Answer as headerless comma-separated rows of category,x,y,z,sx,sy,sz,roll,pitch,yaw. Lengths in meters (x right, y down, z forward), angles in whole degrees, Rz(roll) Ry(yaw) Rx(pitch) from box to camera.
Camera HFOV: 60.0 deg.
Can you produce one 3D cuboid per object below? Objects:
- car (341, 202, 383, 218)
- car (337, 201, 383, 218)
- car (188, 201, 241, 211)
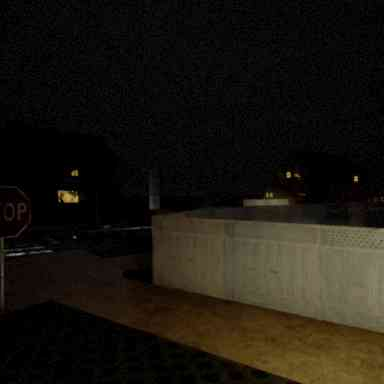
car,13.961,1.592,26.472,4.718,1.301,1.895,0,-1,-33
car,15.616,1.583,30.875,4.181,1.385,1.994,0,-1,-32
car,1.471,1.378,21.554,4.553,1.767,2.097,0,-1,-34
